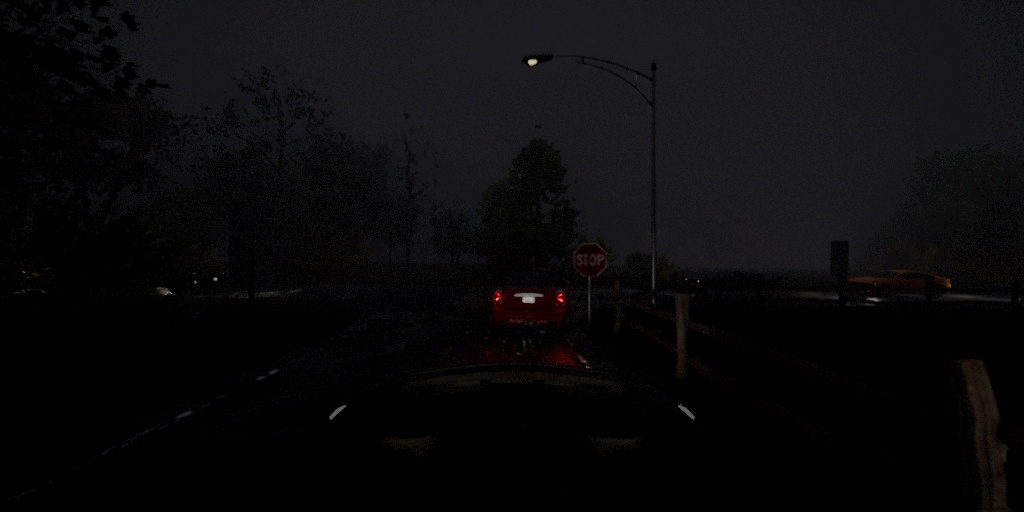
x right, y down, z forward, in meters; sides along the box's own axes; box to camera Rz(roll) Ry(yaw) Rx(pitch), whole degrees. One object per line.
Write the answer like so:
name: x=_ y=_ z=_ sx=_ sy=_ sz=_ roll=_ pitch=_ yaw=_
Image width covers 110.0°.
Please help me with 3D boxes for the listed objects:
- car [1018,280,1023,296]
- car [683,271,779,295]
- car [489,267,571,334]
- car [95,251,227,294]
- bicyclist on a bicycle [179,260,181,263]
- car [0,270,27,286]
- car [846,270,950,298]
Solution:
car: x=33.062 y=1.735 z=21.232 sx=4.902 sy=1.511 sz=2.128 roll=1 pitch=1 yaw=0
car: x=12.820 y=1.554 z=21.265 sx=4.718 sy=1.301 sz=1.895 roll=1 pitch=1 yaw=0
car: x=0.691 y=1.114 z=10.982 sx=2.097 sy=1.767 sz=4.553 roll=0 pitch=0 yaw=8
car: x=-17.834 y=0.785 z=18.253 sx=5.566 sy=2.045 sz=2.150 roll=1 pitch=1 yaw=0
bicyclist on a bicycle: x=-22.671 y=0.886 z=24.224 sx=0.582 sy=1.620 sz=1.656 roll=1 pitch=0 yaw=0
car: x=-27.919 y=0.778 z=18.220 sx=4.553 sy=1.767 sz=2.097 roll=1 pitch=1 yaw=0
car: x=22.721 y=1.572 z=21.251 sx=5.008 sy=1.535 sz=1.882 roll=1 pitch=1 yaw=0
